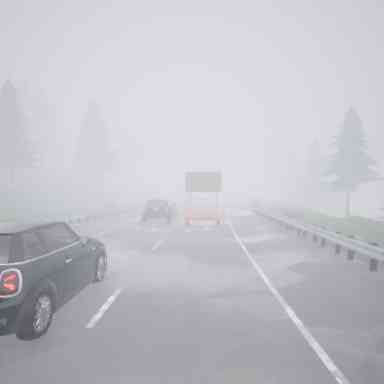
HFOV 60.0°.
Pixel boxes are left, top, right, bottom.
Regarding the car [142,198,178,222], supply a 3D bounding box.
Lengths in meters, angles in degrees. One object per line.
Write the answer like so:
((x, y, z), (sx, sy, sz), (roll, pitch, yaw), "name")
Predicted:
((-2.345, 1.254, 25.206), (2.097, 1.767, 4.553), (0, 0, 4), "car")

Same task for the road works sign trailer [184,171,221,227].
((0.751, 0.381, 22.190), (2.380, 3.560, 2.880), (0, 0, 5), "road works sign trailer")

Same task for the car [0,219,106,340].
((-3.263, 1.323, 6.686), (2.097, 1.767, 4.553), (0, 0, 1), "car")
